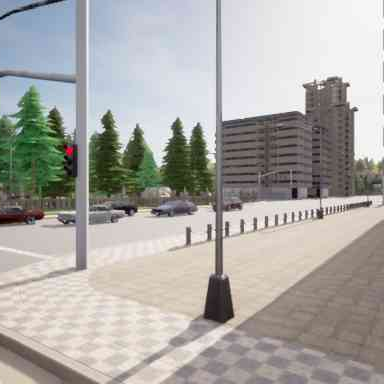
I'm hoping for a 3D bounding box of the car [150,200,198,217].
[{"bbox_3d":[-1.541,1.546,31.613,2.033,1.411,5.357,0,0,36],"label":"car"}]

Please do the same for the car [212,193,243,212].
[{"bbox_3d":[4.273,1.351,39.744,2.097,1.767,4.553,0,0,36],"label":"car"}]

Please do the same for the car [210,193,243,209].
[{"bbox_3d":[4.926,1.219,46.637,2.150,2.045,5.566,0,0,36],"label":"car"}]

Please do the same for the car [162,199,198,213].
[{"bbox_3d":[-1.331,1.562,37.941,1.994,1.385,4.181,0,0,35],"label":"car"}]

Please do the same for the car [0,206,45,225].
[{"bbox_3d":[-12.575,1.599,22.261,1.895,1.301,4.718,0,0,37],"label":"car"}]

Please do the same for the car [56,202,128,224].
[{"bbox_3d":[-7.149,1.599,23.759,1.895,1.301,4.718,0,0,36],"label":"car"}]

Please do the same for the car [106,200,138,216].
[{"bbox_3d":[-7.084,1.476,29.877,1.882,1.535,5.008,0,0,36],"label":"car"}]
